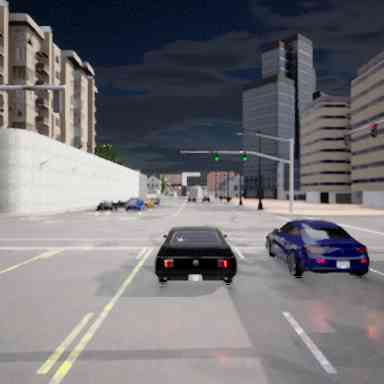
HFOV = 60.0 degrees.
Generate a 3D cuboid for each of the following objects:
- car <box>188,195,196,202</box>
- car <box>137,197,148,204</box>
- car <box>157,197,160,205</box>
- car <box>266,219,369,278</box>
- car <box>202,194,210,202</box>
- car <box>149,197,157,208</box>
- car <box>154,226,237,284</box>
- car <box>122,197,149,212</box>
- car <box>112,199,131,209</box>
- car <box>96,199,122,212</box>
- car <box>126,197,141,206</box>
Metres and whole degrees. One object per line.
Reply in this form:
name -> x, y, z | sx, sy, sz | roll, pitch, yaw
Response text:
car -> 0.014, 1.621, 82.227 | 2.097, 1.767, 4.553 | 0, 0, 0
car -> -10.488, 1.751, 70.764 | 1.812, 1.442, 4.674 | 0, 0, 0
car -> -7.034, 1.692, 61.876 | 2.128, 1.511, 4.902 | 0, 0, 1
car -> 3.591, 1.559, 10.184 | 1.812, 1.442, 4.674 | 0, 0, 0
car -> 3.514, 1.766, 82.155 | 1.837, 1.490, 4.892 | 0, 0, 0
car -> -7.076, 1.644, 51.440 | 1.882, 1.535, 5.008 | 0, 0, 0
car -> 0.090, 1.633, 9.642 | 1.895, 1.301, 4.718 | 0, 0, 0
car -> -7.085, 1.614, 41.982 | 1.882, 1.535, 5.008 | 0, 0, 0
car -> -10.583, 1.764, 50.455 | 1.895, 1.301, 4.718 | 0, 0, 0
car -> -10.585, 1.699, 41.696 | 1.994, 1.385, 4.181 | 0, 0, 0
car -> -10.544, 1.701, 60.607 | 1.837, 1.490, 4.892 | 0, 0, 1
